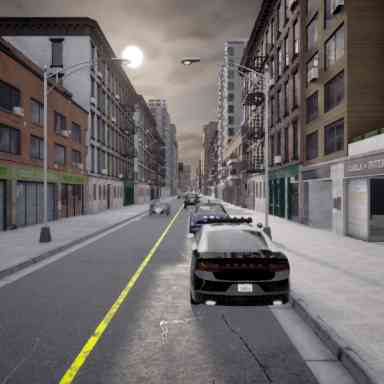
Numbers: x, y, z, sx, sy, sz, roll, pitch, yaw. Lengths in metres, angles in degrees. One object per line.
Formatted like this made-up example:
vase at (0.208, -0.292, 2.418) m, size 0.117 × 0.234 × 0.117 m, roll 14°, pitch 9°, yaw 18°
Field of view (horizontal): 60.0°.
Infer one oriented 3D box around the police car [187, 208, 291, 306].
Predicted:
police car at (0.905, 1.424, 8.233) m, size 1.930 × 1.638 × 5.238 m, roll 0°, pitch 0°, yaw 0°

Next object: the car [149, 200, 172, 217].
car at (-2.979, 1.481, 31.679) m, size 2.128 × 1.511 × 4.902 m, roll 0°, pitch 0°, yaw 0°

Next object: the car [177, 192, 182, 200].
car at (-2.937, 1.084, 94.372) m, size 2.150 × 2.045 × 5.566 m, roll 0°, pitch 0°, yaw 0°

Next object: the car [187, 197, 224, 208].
car at (0.911, 1.348, 18.094) m, size 2.097 × 1.767 × 4.553 m, roll 0°, pitch 0°, yaw 0°

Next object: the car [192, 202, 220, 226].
car at (0.916, 1.520, 24.123) m, size 1.812 × 1.442 × 4.674 m, roll 0°, pitch 0°, yaw 0°

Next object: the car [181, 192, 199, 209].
car at (0.034, 1.196, 45.215) m, size 2.150 × 2.045 × 5.566 m, roll 0°, pitch 0°, yaw 0°
